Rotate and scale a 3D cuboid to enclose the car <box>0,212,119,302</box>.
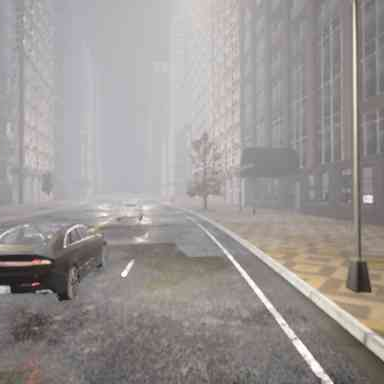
[{"bbox_3d":[-3.400,1.478,8.203,2.128,1.511,4.902,0,0,-2],"label":"car"}]

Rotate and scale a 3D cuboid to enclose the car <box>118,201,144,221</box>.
[{"bbox_3d":[-4.859,1.472,26.647,1.812,1.442,4.674,0,0,-7],"label":"car"}]
